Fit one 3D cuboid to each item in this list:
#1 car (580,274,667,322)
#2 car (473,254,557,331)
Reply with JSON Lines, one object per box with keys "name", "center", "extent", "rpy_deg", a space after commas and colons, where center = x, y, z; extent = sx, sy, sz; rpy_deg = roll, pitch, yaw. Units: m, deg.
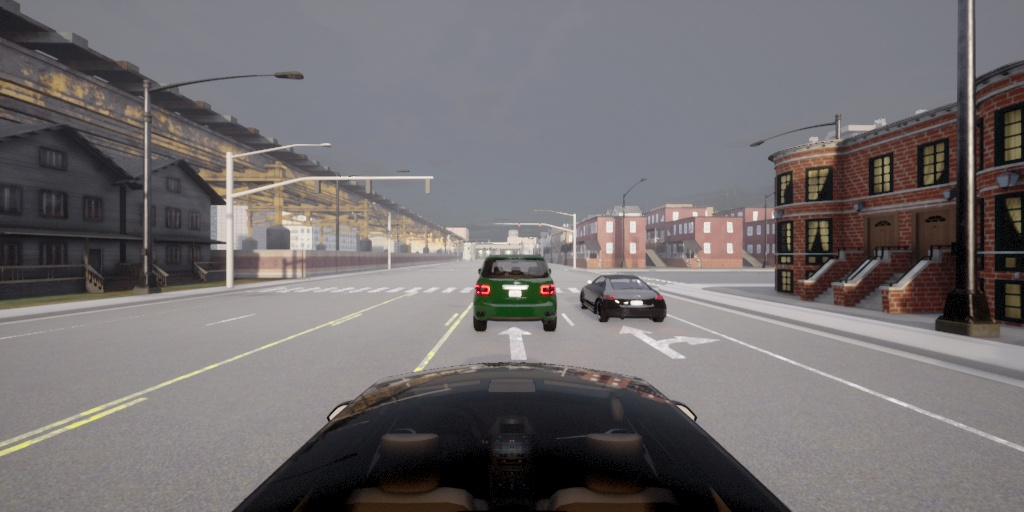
{"name": "car", "center": [3.586, 1.311, 12.235], "extent": [1.994, 1.385, 4.181], "rpy_deg": [0, 0, 1]}
{"name": "car", "center": [0.086, 0.969, 11.066], "extent": [2.150, 2.045, 5.566], "rpy_deg": [0, 0, 0]}
